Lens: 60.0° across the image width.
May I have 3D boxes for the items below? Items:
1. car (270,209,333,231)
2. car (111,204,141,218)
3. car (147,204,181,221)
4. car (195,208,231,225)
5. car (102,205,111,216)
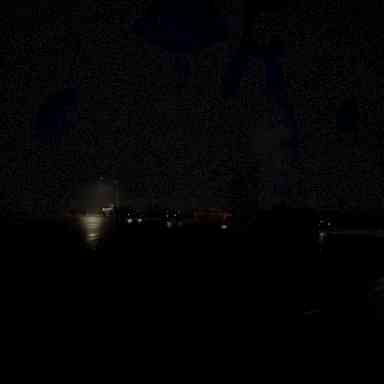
[{"bbox_3d":[8.117,2.045,25.035,1.837,1.490,4.892,1,-3,-35],"label":"car"},{"bbox_3d":[-9.783,2.903,50.305,2.150,2.045,5.566,1,-3,-35],"label":"car"},{"bbox_3d":[-3.579,2.502,41.510,2.150,2.045,5.566,1,-3,-35],"label":"car"},{"bbox_3d":[2.307,2.383,33.236,1.882,1.535,5.008,1,-3,-36],"label":"car"},{"bbox_3d":[-15.004,3.442,62.631,2.150,2.045,5.566,1,-3,-36],"label":"car"}]
